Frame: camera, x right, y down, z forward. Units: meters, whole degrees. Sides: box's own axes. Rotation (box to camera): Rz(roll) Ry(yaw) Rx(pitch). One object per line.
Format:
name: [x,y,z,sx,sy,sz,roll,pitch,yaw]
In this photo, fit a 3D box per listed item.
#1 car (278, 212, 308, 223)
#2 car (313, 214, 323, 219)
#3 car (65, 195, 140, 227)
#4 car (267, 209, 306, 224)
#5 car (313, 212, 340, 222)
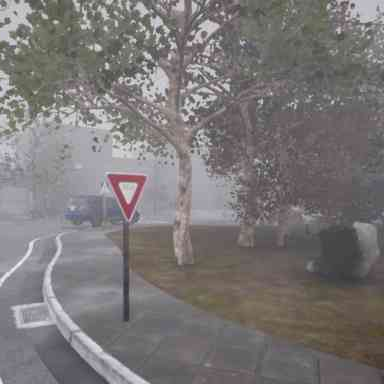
car: [14.550,3.699,47.706,4.674,1.442,1.812,4,-3,-41]
car: [19.233,3.847,47.625,4.892,1.490,1.837,3,-2,-41]
car: [-6.038,1.297,23.123,2.150,2.045,5.566,-1,-3,33]
car: [11.355,2.940,40.568,5.566,2.045,2.150,5,-3,-41]
car: [22.063,4.090,54.453,4.902,1.511,2.128,3,-2,-42]
